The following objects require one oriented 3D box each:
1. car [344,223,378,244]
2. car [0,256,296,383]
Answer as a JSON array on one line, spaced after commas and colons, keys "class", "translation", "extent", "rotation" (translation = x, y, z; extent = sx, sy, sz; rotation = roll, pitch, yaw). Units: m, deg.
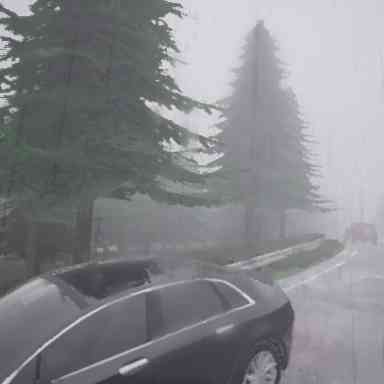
[{"class": "car", "translation": [17.456, 4.365, 34.629], "extent": [2.150, 2.045, 5.566], "rotation": [3, -8, 13]}, {"class": "car", "translation": [-0.944, 1.516, 3.218], "extent": [4.892, 1.490, 1.837], "rotation": [-1, 1, -39]}]
